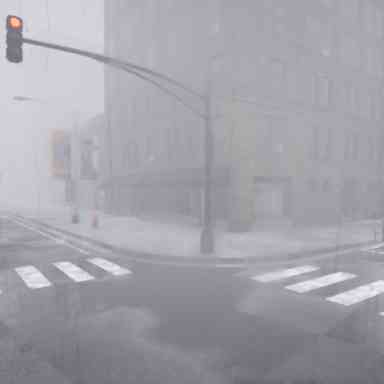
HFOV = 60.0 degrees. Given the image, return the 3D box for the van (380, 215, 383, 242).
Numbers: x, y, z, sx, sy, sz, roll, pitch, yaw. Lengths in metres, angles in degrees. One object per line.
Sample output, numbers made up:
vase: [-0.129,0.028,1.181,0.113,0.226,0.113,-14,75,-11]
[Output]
van: [9.235,1.352,13.412,3.998,1.788,1.690,0,0,-36]
